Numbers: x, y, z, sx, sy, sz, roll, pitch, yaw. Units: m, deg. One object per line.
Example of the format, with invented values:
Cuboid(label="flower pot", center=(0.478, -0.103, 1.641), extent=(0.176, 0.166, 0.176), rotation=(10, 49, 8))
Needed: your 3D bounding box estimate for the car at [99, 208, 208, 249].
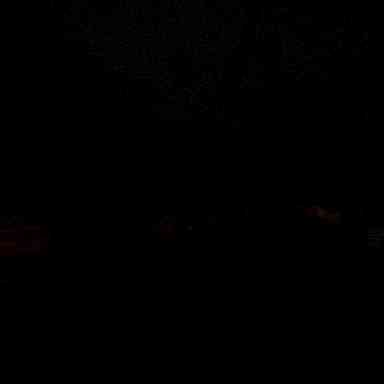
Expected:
Cuboid(label="car", center=(-2.014, 1.556, 14.802), extent=(4.792, 1.488, 2.163), rotation=(-1, -1, 34))

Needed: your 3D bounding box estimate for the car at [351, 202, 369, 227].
Cuboid(label="car", center=(9.806, 1.436, 23.762), extent=(4.553, 1.767, 2.185), rotation=(-1, -1, 32))

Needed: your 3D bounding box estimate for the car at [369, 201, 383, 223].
Cuboid(label="car", center=(12.105, 1.609, 25.615), extent=(4.674, 1.452, 2.002), rotation=(-1, -1, 32))

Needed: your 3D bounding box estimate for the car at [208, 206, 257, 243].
Cuboid(label="car", center=(0.421, 1.563, 16.545), extent=(4.792, 1.488, 2.163), rotation=(-1, -1, 33))

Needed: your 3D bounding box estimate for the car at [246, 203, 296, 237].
Cuboid(label="car", center=(2.759, 1.540, 18.337), extent=(5.008, 1.535, 2.097), rotation=(-1, -1, 33))

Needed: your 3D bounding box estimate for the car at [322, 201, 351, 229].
Cuboid(label="car", center=(7.292, 1.554, 22.049), extent=(5.366, 1.575, 1.946), rotation=(-1, -1, 32))

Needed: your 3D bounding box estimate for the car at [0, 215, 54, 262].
Cuboid(label="car", center=(-6.760, 1.513, 11.279), extent=(5.008, 1.535, 2.097), rotation=(-1, -1, 34))

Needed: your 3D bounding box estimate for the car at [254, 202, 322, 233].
Cuboid(label="car", center=(5.084, 1.422, 20.163), extent=(4.553, 1.767, 2.185), rotation=(-1, -1, 33))
